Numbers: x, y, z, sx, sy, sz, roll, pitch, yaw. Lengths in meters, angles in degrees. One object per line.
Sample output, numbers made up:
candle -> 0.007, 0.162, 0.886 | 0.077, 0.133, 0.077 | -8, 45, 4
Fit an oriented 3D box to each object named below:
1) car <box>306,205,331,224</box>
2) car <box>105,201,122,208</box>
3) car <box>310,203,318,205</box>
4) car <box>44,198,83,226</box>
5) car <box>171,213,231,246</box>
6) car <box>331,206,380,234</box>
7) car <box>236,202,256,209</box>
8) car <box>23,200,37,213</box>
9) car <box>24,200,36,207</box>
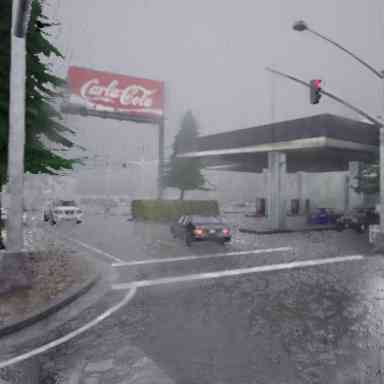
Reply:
car -> 12.979, 2.309, 31.528 | 4.611, 1.667, 2.242 | 1, -1, -33
car -> -17.707, 2.755, 73.473 | 2.007, 1.523, 4.514 | 1, -1, -33
car -> 26.946, 3.351, 80.272 | 2.152, 1.636, 5.027 | 1, -1, -33
car -> -10.536, 1.537, 26.986 | 2.150, 2.045, 5.566 | 1, -1, -33
car -> 0.268, 1.733, 16.242 | 2.033, 1.411, 5.357 | 1, -1, -14
car -> 12.397, 1.981, 24.425 | 3.866, 1.878, 1.905 | 1, -1, -33
car -> 12.832, 3.210, 80.318 | 1.845, 1.501, 3.633 | 1, -1, -33
car -> -22.898, 2.117, 46.313 | 2.128, 1.511, 4.902 | 1, -1, -32
car -> -35.583, 2.448, 72.808 | 1.812, 1.442, 4.674 | 1, -1, -33
